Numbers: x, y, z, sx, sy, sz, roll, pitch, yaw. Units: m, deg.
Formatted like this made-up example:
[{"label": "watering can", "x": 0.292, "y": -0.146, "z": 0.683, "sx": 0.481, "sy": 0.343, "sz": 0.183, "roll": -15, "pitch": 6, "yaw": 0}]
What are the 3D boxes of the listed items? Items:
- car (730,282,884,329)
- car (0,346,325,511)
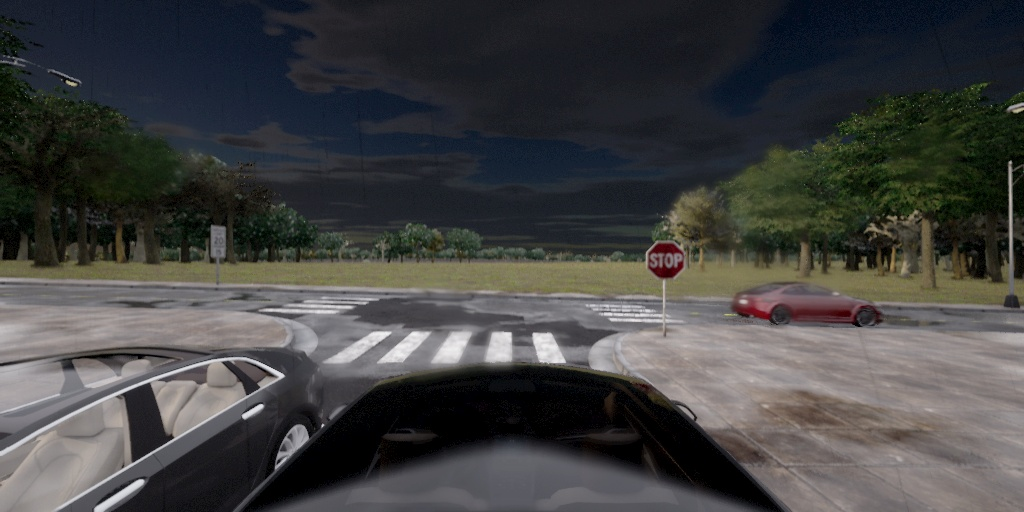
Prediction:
[{"label": "car", "x": 9.897, "y": 1.590, "z": 12.237, "sx": 4.181, "sy": 1.385, "sz": 1.994, "roll": 2, "pitch": 0, "yaw": 0}, {"label": "car", "x": -2.638, "y": 1.300, "z": 1.738, "sx": 2.007, "sy": 1.370, "sz": 4.403, "roll": 0, "pitch": 0, "yaw": 0}]
